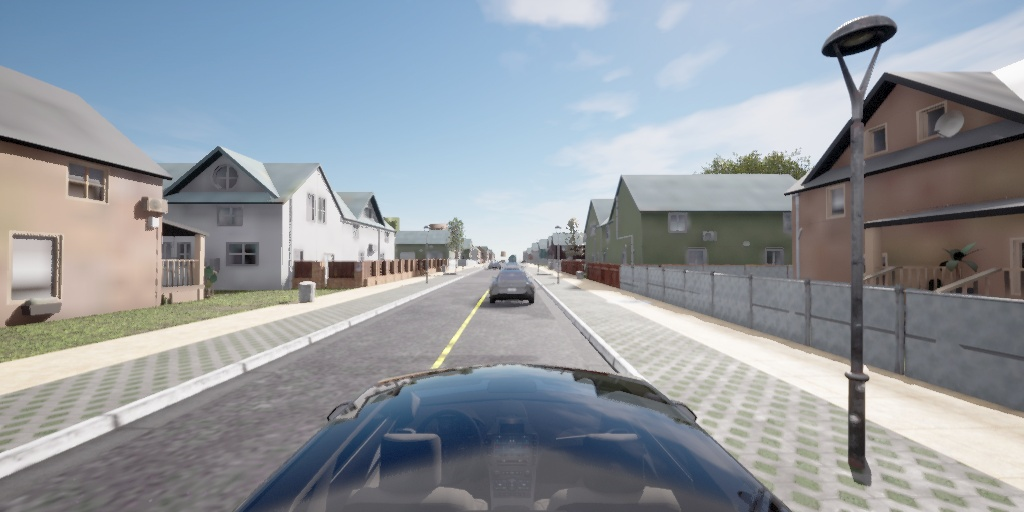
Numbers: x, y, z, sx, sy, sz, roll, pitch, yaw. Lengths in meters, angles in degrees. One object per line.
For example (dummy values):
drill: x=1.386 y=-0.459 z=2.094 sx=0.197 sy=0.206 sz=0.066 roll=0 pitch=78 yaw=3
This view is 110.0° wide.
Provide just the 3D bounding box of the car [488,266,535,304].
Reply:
car: x=0.000 y=1.335 z=16.502 sx=1.994 sy=1.385 sz=4.181 roll=0 pitch=0 yaw=0

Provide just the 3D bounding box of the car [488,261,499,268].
car: x=-2.750 y=1.502 z=57.509 sx=1.994 sy=1.385 sz=4.181 roll=0 pitch=0 yaw=0

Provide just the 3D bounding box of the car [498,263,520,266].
car: x=0.000 y=1.332 z=31.505 sx=1.812 sy=1.442 sz=4.674 roll=0 pitch=0 yaw=0
